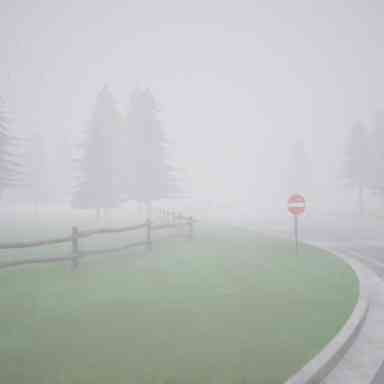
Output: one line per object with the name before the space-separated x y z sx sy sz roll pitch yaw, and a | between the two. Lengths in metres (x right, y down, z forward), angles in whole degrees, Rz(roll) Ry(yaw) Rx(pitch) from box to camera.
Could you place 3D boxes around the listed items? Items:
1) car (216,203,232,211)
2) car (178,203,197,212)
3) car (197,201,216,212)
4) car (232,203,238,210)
car | 5.979 3.084 67.465 1.837 1.490 4.892 -1 -1 -10
car | -0.878 3.209 66.069 1.994 1.385 4.181 -1 -1 -10
car | 2.538 2.835 66.811 2.150 2.045 5.566 -1 -1 -10
car | 8.639 3.186 72.327 1.812 1.442 4.674 -1 -1 -10
